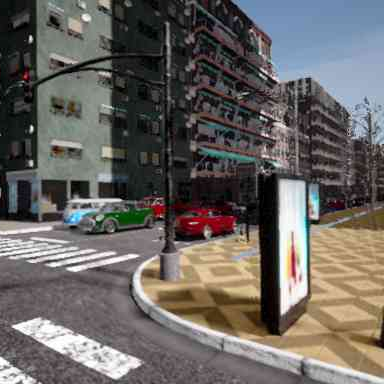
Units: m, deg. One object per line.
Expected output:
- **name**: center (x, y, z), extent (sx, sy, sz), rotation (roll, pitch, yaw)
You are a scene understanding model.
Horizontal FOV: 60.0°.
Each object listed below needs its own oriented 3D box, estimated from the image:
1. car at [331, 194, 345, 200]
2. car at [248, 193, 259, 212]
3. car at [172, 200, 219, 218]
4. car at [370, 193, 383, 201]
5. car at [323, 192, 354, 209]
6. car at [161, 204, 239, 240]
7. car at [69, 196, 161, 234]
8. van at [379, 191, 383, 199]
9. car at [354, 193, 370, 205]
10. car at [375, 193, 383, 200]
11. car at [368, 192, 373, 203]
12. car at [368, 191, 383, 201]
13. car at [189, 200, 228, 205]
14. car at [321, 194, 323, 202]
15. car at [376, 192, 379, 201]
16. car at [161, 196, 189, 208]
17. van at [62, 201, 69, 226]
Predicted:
- **car**: center (32.834, 1.078, 74.534), extent (1.947, 1.339, 4.313), rotation (-1, 0, 36)
- **car**: center (7.809, 1.019, 35.591), extent (2.150, 2.045, 5.566), rotation (-1, 0, 36)
- **car**: center (0.405, 1.457, 29.773), extent (1.887, 1.381, 4.507), rotation (-1, 0, 36)
- **car**: center (36.375, 0.952, 65.140), extent (2.008, 1.369, 4.403), rotation (-1, 0, 36)
- **car**: center (16.916, 1.078, 38.284), extent (1.967, 1.590, 4.097), rotation (-1, 0, 36)
- **car**: center (0.704, 1.431, 15.902), extent (1.802, 1.307, 4.206), rotation (-1, 0, 36)
- **car**: center (-4.233, 1.307, 18.972), extent (2.097, 1.767, 4.553), rotation (-1, 0, 36)
- **van**: center (42.859, 0.667, 74.094), extent (1.690, 1.788, 3.998), rotation (-1, 0, 36)
- **car**: center (23.404, 1.108, 47.236), extent (2.008, 1.369, 4.403), rotation (-1, 0, 36)
- **car**: center (39.619, 0.945, 69.617), extent (1.802, 1.307, 4.206), rotation (-1, 0, 36)
- **car**: center (26.647, 1.063, 51.712), extent (1.887, 1.381, 4.507), rotation (-1, 0, 36)
- **car**: center (33.130, 0.755, 60.665), extent (2.192, 1.841, 5.009), rotation (-1, 0, 36)
- **car**: center (1.681, 1.403, 27.133), extent (1.812, 1.442, 4.674), rotation (-1, 0, 36)
- **car**: center (23.104, 1.068, 61.106), extent (1.967, 1.590, 4.097), rotation (-1, 0, 36)
- **car**: center (29.890, 1.061, 56.188), extent (1.802, 1.307, 4.206), rotation (-1, 0, 36)
- **car**: center (-2.841, 1.270, 25.297), extent (2.192, 1.841, 5.009), rotation (-1, 0, 36)
- **van**: center (-6.084, 1.339, 20.820), extent (1.690, 1.788, 3.998), rotation (-1, 0, 36)
